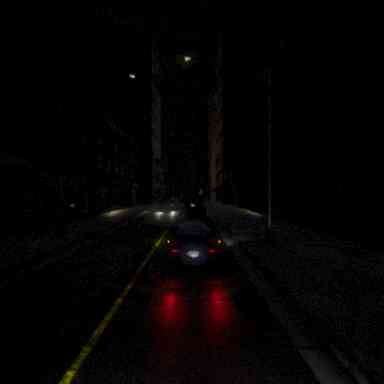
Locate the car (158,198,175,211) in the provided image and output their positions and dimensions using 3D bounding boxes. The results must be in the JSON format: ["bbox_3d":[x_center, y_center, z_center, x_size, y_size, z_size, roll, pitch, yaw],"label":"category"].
[{"bbox_3d":[-3.095,1.520,40.820,1.882,1.535,5.008,0,0,0],"label":"car"}]

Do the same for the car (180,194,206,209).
[{"bbox_3d":[0.083,1.242,30.333,2.150,2.045,5.566,0,0,0],"label":"car"}]

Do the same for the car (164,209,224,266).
[{"bbox_3d":[0.074,1.528,11.480,1.812,1.442,4.674,0,0,1],"label":"car"}]
